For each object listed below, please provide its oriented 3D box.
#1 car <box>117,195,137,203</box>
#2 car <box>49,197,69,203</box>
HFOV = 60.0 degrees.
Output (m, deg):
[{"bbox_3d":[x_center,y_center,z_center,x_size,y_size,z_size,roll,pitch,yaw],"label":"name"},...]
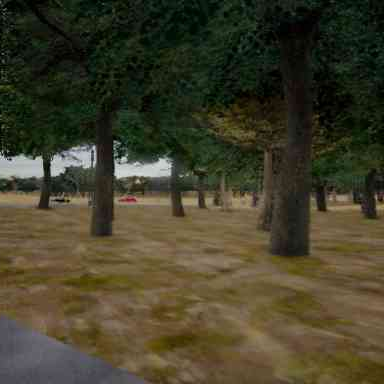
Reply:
[{"bbox_3d":[-16.854,1.902,86.255,2.150,2.045,5.566,1,-1,37],"label":"car"},{"bbox_3d":[-28.596,1.748,70.517,1.895,1.301,4.718,1,-1,37],"label":"car"}]
